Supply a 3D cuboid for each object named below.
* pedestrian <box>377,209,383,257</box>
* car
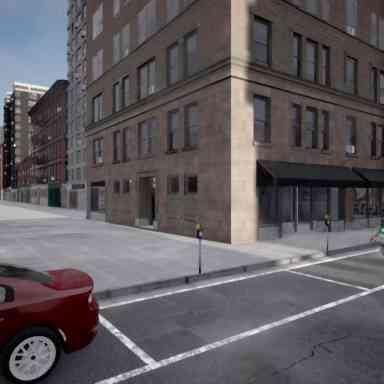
[{"bbox_3d":[5.304,1.293,8.914,0.375,1.860,0.375,0,0,-36],"label":"pedestrian"},{"bbox_3d":[-3.373,1.545,3.782,4.507,1.381,1.887,0,0,-36],"label":"car"}]
